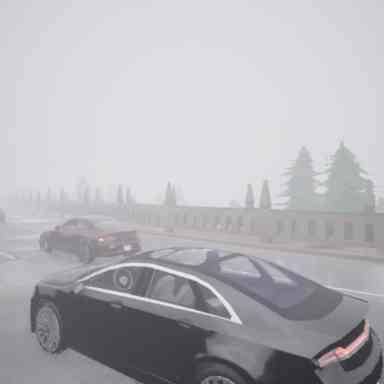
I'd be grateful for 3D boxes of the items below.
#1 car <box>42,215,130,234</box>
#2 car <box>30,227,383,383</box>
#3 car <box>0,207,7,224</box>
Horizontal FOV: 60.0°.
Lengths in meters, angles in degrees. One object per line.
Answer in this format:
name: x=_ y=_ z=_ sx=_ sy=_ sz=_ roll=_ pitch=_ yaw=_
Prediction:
car: x=-3.704 y=1.565 z=11.902 sx=4.674 sy=1.442 sz=1.812 roll=0 pitch=0 yaw=42
car: x=-0.284 y=1.509 z=4.429 sx=4.902 sy=1.511 sz=2.128 roll=0 pitch=0 yaw=37
car: x=-15.275 y=1.630 z=24.973 sx=1.994 sy=1.385 sz=4.181 roll=0 pitch=0 yaw=-37
